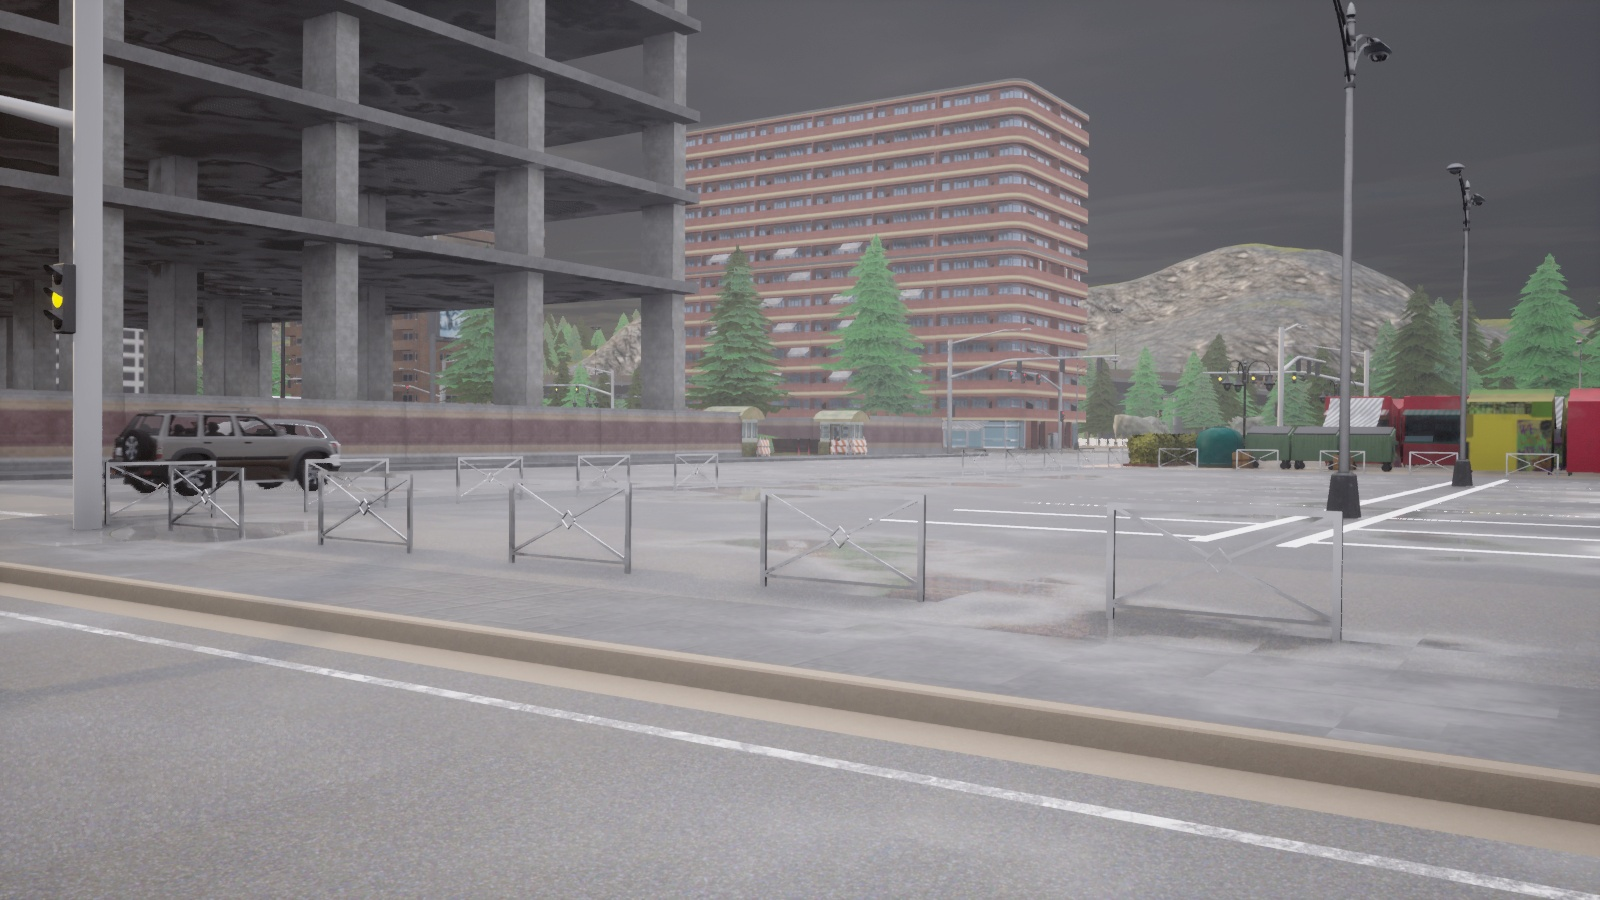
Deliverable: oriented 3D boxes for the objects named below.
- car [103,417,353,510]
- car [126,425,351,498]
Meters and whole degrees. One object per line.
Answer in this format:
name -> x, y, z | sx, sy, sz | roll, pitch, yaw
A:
car -> -12.288, 0.231, 27.297 | 1.932, 1.855, 4.605 | 0, 1, 33
car -> -13.865, 0.219, 31.270 | 2.242, 1.667, 4.611 | 0, 1, 33
